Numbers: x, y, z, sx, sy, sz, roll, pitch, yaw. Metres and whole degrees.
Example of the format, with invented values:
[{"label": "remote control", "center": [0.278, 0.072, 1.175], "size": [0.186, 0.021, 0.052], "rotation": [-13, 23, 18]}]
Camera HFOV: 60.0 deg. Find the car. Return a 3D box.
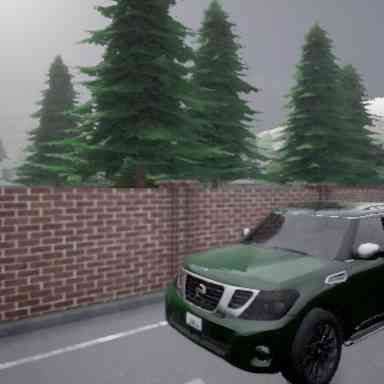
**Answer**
[{"label": "car", "center": [2.287, 1.217, 5.610], "size": [5.566, 2.045, 2.150], "rotation": [0, 0, -35]}]
